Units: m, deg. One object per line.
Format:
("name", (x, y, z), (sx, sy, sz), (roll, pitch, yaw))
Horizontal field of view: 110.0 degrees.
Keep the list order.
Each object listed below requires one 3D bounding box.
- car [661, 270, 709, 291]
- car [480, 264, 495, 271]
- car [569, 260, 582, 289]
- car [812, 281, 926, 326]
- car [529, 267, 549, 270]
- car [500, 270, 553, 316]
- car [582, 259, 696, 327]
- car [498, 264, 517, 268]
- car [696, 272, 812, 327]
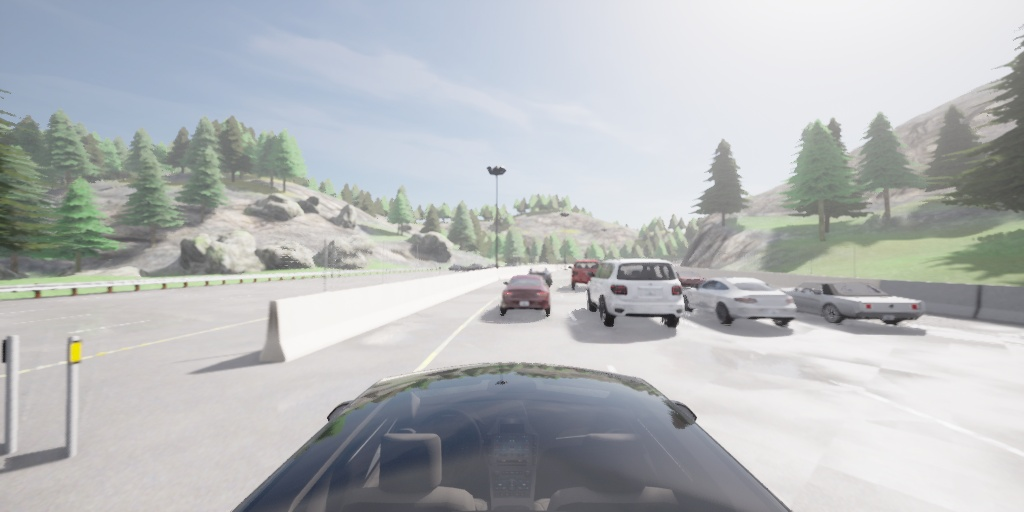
("car", (12.473, 1.703, 26.216), (1.895, 1.301, 4.718), (0, -1, 9))
("car", (-3.579, 2.143, 64.691), (1.812, 1.442, 4.674), (0, -1, 19))
("car", (5.448, 1.323, 26.630), (2.150, 2.045, 5.566), (0, -1, 9))
("car", (10.983, 1.511, 12.497), (1.895, 1.301, 4.718), (0, -1, 5))
("car", (2.152, 1.609, 28.124), (2.128, 1.511, 4.902), (0, -1, 9))
("car", (0.607, 1.450, 14.294), (1.812, 1.442, 4.674), (0, -1, 5))
("car", (3.947, 1.125, 12.368), (2.150, 2.045, 5.566), (0, -1, 4))
("car", (-0.506, 2.099, 62.835), (1.837, 1.490, 4.892), (0, -1, 18))
("car", (7.451, 1.429, 12.243), (1.812, 1.442, 4.674), (0, -1, 5))
